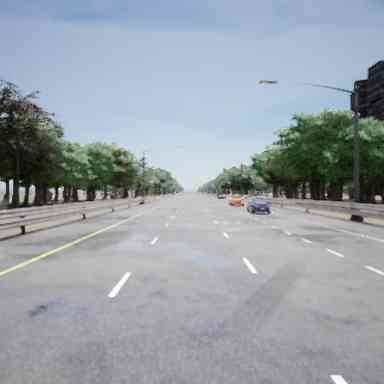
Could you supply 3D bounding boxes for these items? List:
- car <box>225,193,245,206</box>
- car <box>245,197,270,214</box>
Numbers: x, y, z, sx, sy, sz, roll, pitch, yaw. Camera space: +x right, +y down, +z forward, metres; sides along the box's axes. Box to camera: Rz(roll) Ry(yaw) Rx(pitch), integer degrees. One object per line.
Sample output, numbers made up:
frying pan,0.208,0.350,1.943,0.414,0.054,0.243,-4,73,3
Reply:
car,7.108,1.352,54.473,2.097,1.767,4.553,0,0,0
car,7.062,1.535,35.497,1.812,1.442,4.674,0,0,0
